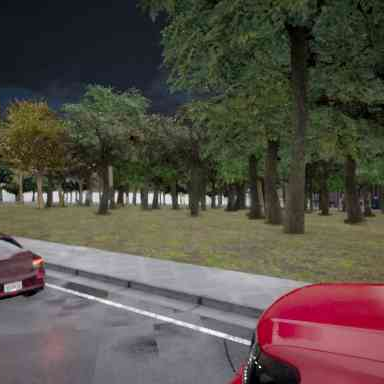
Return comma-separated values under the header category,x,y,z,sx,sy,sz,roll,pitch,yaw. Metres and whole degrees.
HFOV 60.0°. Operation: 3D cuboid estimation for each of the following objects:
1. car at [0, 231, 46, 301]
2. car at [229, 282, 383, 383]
category,x,y,z,sx,sy,sz,roll,pitch,yaw
car,-5.051,1.522,7.273,4.674,1.442,1.812,0,0,36
car,2.906,1.222,1.613,5.566,2.045,2.150,0,0,35
